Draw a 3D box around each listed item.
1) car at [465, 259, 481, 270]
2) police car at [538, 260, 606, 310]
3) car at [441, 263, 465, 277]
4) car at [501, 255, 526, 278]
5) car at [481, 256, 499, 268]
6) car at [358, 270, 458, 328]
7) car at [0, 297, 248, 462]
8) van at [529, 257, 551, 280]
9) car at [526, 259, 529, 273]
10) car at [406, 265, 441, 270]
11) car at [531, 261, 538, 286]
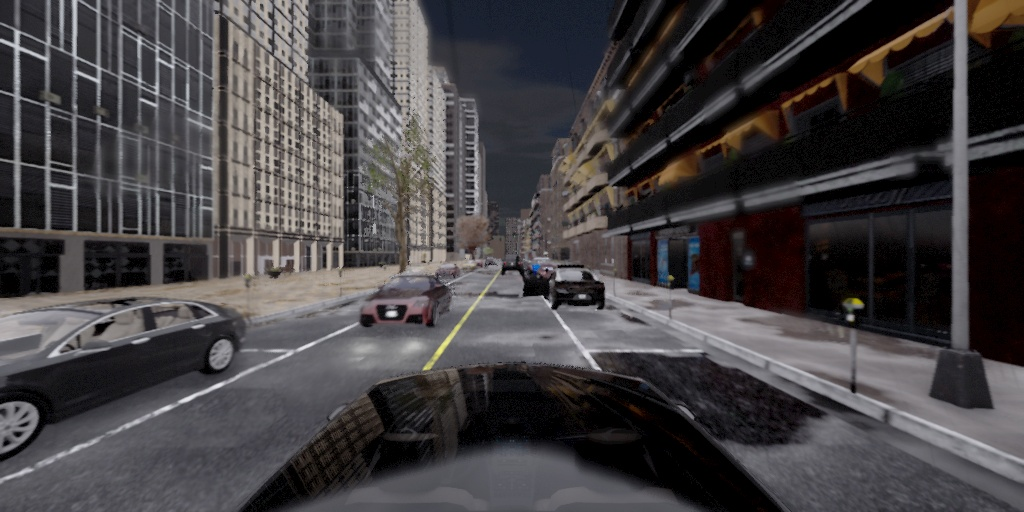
[{"bbox_3d":[-5.714,1.194,48.881,1.751,1.417,4.829,0,0,0],"label":"car"},{"bbox_3d":[2.360,1.148,14.637,1.930,1.638,5.238,0,0,0],"label":"police car"},{"bbox_3d":[-5.707,1.275,32.453,1.802,1.307,4.207,0,0,0],"label":"car"},{"bbox_3d":[0.018,0.904,37.536,2.150,2.045,5.566,0,0,0],"label":"car"},{"bbox_3d":[-3.025,0.818,52.268,1.837,1.490,4.892,0,0,0],"label":"car"},{"bbox_3d":[-3.103,1.293,11.226,1.994,1.385,4.181,0,0,0],"label":"car"},{"bbox_3d":[-5.693,1.293,4.790,2.007,1.370,4.403,0,0,0],"label":"car"},{"bbox_3d":[2.674,1.034,32.456,1.690,1.789,3.998,0,0,0],"label":"van"},{"bbox_3d":[2.671,1.124,37.989,1.967,1.591,4.097,0,0,0],"label":"car"},{"bbox_3d":[-5.701,1.236,21.218,1.751,1.417,4.829,0,0,0],"label":"car"},{"bbox_3d":[2.676,1.284,26.924,1.802,1.307,4.207,0,0,0],"label":"car"}]
